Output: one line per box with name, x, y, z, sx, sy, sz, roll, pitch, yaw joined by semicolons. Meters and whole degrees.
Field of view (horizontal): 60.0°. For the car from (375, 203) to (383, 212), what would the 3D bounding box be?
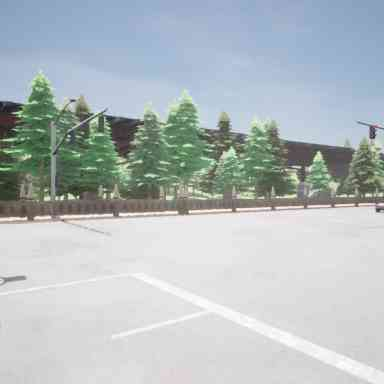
car;22.428;1.607;37.257;4.718;1.301;1.895;0;0;-36
